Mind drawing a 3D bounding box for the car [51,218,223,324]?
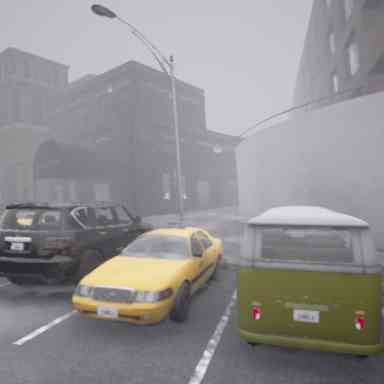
[{"bbox_3d":[-0.540,1.510,7.600,1.946,1.575,5.366,0,-1,16],"label":"car"}]

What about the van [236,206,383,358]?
[{"bbox_3d":[1.977,1.280,6.154,1.878,1.987,4.442,0,-1,16],"label":"van"}]

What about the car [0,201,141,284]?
[{"bbox_3d":[-2.918,1.282,9.552,2.435,2.045,5.566,0,-1,16],"label":"car"}]
